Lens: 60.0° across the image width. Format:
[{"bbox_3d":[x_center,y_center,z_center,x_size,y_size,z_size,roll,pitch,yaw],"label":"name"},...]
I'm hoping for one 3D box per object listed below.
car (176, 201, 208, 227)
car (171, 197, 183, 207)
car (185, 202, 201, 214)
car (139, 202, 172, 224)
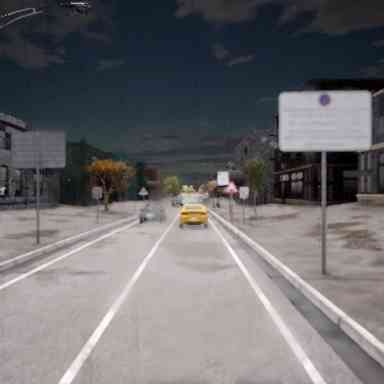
[{"bbox_3d":[0.114,1.614,23.635,1.882,1.535,5.008,0,-1,0],"label":"car"},{"bbox_3d":[-2.964,2.038,67.432,2.150,2.045,5.566,0,-1,0],"label":"car"},{"bbox_3d":[0.123,2.003,41.946,1.994,1.385,4.181,0,-1,0],"label":"car"},{"bbox_3d":[-3.082,1.680,26.800,2.128,1.511,4.902,0,-1,0],"label":"car"}]
